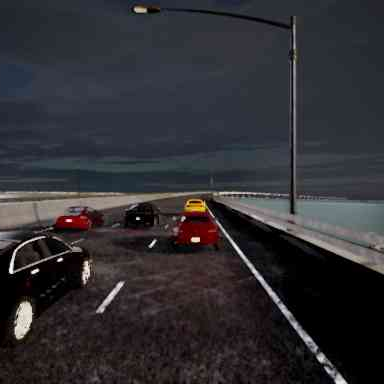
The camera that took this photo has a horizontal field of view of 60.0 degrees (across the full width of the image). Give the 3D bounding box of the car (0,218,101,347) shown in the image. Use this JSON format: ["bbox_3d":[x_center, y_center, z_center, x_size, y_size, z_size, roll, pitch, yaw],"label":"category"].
[{"bbox_3d":[-3.385,1.504,6.284,1.837,1.490,4.892,0,0,0],"label":"car"}]

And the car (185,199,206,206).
[{"bbox_3d":[0.312,1.463,32.381,1.882,1.535,5.008,0,0,1],"label":"car"}]

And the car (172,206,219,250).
[{"bbox_3d":[0.136,1.523,14.128,1.812,1.442,4.674,0,0,0],"label":"car"}]

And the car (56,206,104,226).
[{"bbox_3d":[-6.809,1.558,20.452,1.994,1.385,4.181,0,0,0],"label":"car"}]

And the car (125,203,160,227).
[{"bbox_3d":[-3.289,1.470,22.790,1.882,1.535,5.008,0,0,1],"label":"car"}]
